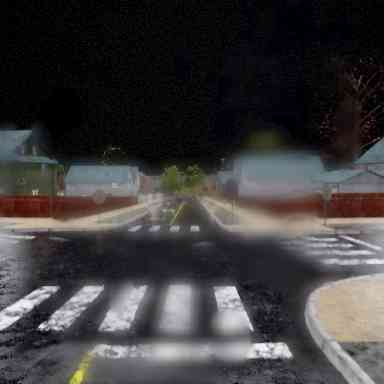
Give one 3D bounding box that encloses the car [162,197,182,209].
[{"bbox_3d":[-2.825,1.475,43.934,2.128,1.511,4.902,0,0,0],"label":"car"}]
